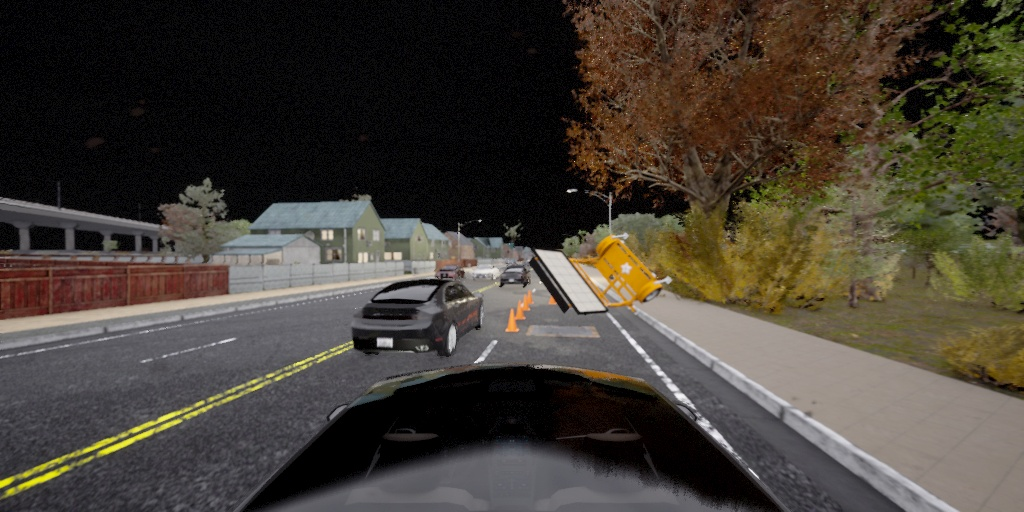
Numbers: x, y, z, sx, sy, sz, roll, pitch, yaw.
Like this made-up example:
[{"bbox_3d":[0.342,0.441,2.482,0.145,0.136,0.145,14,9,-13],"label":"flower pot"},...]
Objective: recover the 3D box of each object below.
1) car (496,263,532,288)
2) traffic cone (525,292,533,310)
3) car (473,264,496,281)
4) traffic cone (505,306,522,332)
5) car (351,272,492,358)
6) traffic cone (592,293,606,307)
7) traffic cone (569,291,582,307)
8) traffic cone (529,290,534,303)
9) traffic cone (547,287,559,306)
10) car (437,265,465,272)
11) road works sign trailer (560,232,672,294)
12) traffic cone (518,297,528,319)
[{"bbox_3d":[0.282,1.426,25.698,1.812,1.442,4.674,0,0,7],"label":"car"},{"bbox_3d":[0.526,1.782,13.864,0.340,0.580,0.340,0,0,7],"label":"traffic cone"},{"bbox_3d":[-2.333,1.474,32.307,1.812,1.442,4.674,0,0,7],"label":"car"},{"bbox_3d":[0.009,1.759,9.897,0.340,0.580,0.340,0,0,7],"label":"traffic cone"},{"bbox_3d":[-1.931,1.306,8.730,1.837,1.490,4.892,0,-1,7],"label":"car"},{"bbox_3d":[3.759,1.782,15.458,0.340,0.580,0.340,0,0,8],"label":"traffic cone"},{"bbox_3d":[2.767,1.786,15.589,0.340,0.580,0.340,0,0,7],"label":"traffic cone"},{"bbox_3d":[0.785,1.794,15.847,0.340,0.580,0.340,0,0,7],"label":"traffic cone"},{"bbox_3d":[1.776,1.790,15.718,0.340,0.580,0.340,0,0,8],"label":"traffic cone"},{"bbox_3d":[-5.560,1.525,32.685,1.994,1.385,4.181,0,0,7],"label":"car"},{"bbox_3d":[3.541,-0.777,11.942,2.880,3.560,2.380,0,0,-38],"label":"road works sign trailer"},{"bbox_3d":[0.268,1.771,11.881,0.340,0.580,0.340,0,0,7],"label":"traffic cone"}]
